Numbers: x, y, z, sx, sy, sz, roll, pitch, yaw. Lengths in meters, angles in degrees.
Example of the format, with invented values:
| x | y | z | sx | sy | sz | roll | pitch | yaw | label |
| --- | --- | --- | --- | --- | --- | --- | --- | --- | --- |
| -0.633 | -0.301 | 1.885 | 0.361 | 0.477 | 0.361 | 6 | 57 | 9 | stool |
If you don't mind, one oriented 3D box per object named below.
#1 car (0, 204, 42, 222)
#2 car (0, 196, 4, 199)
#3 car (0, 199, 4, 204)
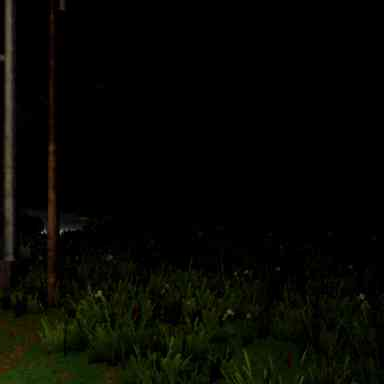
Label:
| x | y | z | sx | sy | sz | roll | pitch | yaw | label |
| --- | --- | --- | --- | --- | --- | --- | --- | --- | --- |
| -8.432 | 1.478 | 15.016 | 1.837 | 1.490 | 4.892 | 1 | 0 | -1 | car |
| -26.302 | 1.325 | 43.877 | 4.553 | 1.767 | 2.097 | 0 | 0 | 38 | car |
| -16.128 | 1.537 | 28.015 | 1.994 | 1.385 | 4.181 | 0 | 0 | -33 | car |
